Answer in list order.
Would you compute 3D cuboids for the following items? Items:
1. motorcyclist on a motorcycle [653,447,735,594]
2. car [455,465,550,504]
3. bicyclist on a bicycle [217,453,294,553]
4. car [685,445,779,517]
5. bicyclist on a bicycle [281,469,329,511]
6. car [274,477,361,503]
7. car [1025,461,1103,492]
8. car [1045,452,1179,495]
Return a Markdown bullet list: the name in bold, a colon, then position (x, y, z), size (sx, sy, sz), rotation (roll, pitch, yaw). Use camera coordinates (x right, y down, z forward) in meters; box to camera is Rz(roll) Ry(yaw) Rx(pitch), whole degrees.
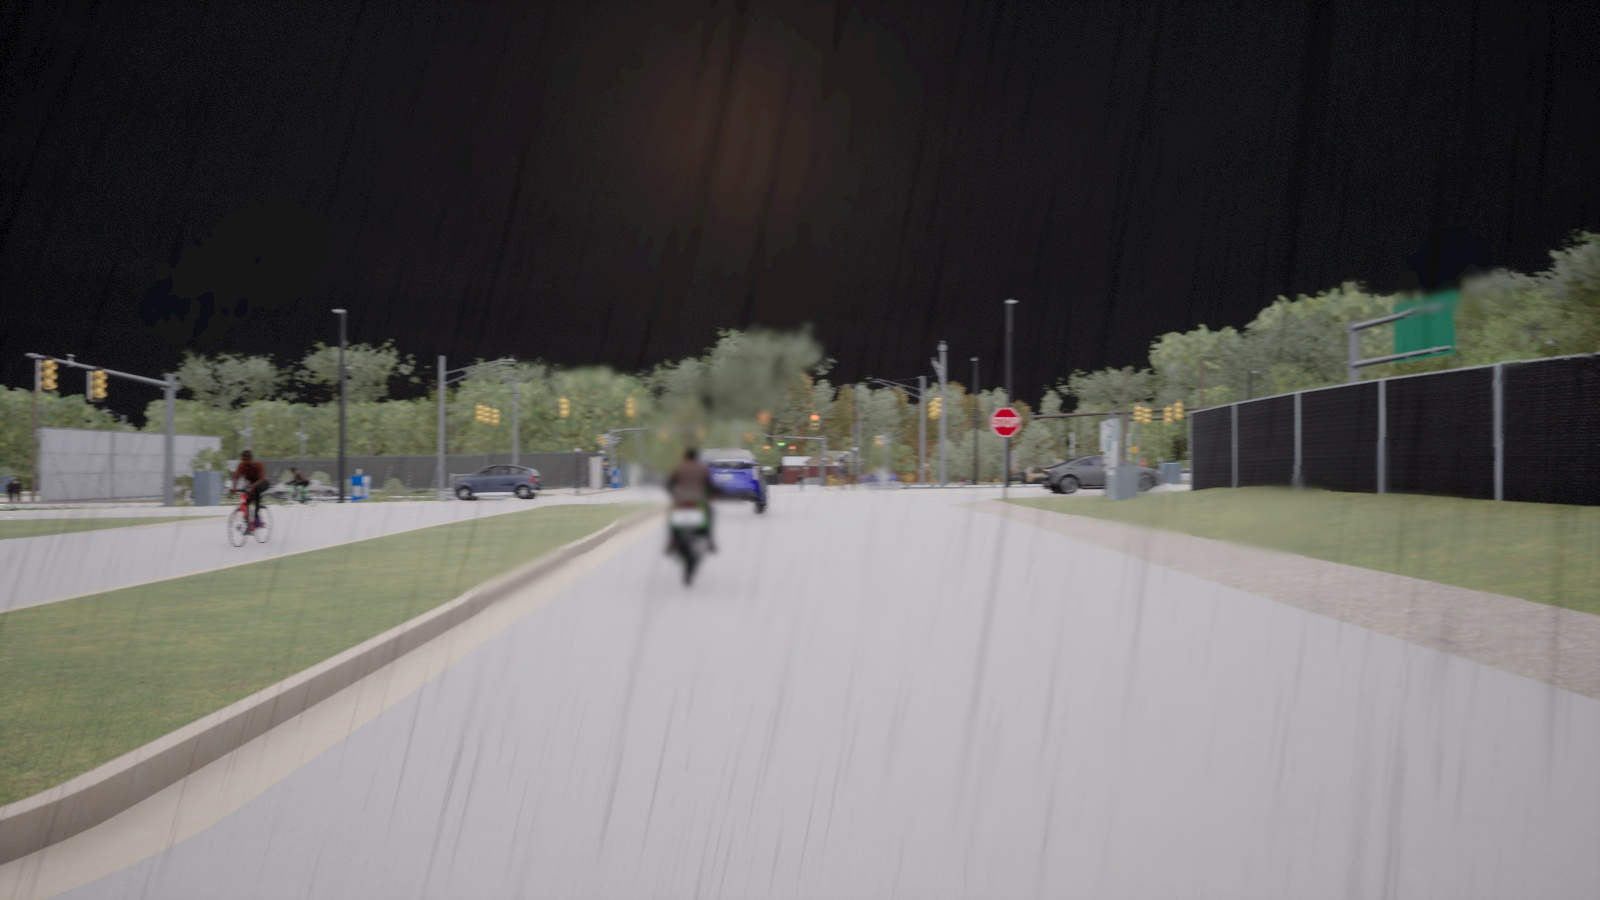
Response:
- **motorcyclist on a motorcycle**: position (-1.155, 0.731, 14.099), size (0.797, 1.523, 2.044), rotation (0, 0, -2)
- **car**: position (-12.899, 1.502, 54.577), size (3.705, 1.549, 1.789), rotation (-2, -3, -1)
- **bicyclist on a bicycle**: position (-9.220, 0.870, 21.312), size (0.582, 1.620, 1.656), rotation (0, 0, 0)
- **car**: position (-1.517, 0.711, 29.551), size (2.007, 1.525, 4.514), rotation (-1, -1, -1)
- **bicyclist on a bicycle**: position (-20.092, 1.611, 50.957), size (1.656, 1.620, 0.582), rotation (-2, -1, -1)
- **car**: position (-32.754, 2.732, 85.362), size (5.027, 1.651, 2.152), rotation (-1, -1, -1)
- **car**: position (17.370, 1.751, 82.693), size (4.605, 1.855, 1.932), rotation (-2, -1, -2)
- **car**: position (10.986, 0.815, 44.410), size (4.181, 1.385, 1.994), rotation (-1, -1, -1)
